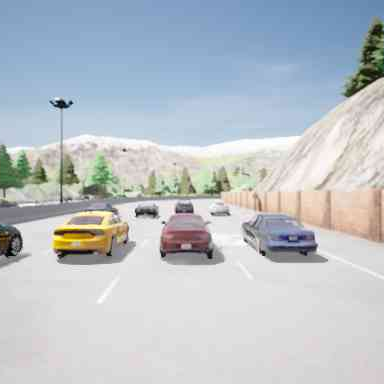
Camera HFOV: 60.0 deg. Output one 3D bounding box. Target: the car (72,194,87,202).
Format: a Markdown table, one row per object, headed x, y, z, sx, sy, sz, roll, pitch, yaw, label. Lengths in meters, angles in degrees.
| x | y | z | sx | sy | sz | roll | pitch | yaw | label |
| --- | --- | --- | --- | --- | --- | --- | --- | --- | --- |
| -25.922 | 1.237 | 79.057 | 2.097 | 1.767 | 4.553 | 0 | 0 | 4 | car |

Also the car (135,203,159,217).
| x | y | z | sx | sy | sz | roll | pitch | yaw | label |
| --- | --- | --- | --- | --- | --- | --- | --- | --- | --- |
| -4.217 | 1.676 | 31.737 | 1.895 | 1.301 | 4.718 | 0 | 0 | -1 | car |

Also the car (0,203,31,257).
| x | y | z | sx | sy | sz | roll | pitch | yaw | label |
| --- | --- | --- | --- | --- | --- | --- | --- | --- | --- |
| -7.174 | 1.380 | 10.233 | 2.097 | 1.767 | 4.553 | 0 | 0 | -1 | car |

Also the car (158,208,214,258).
| x | y | z | sx | sy | sz | roll | pitch | yaw | label |
| --- | --- | --- | --- | --- | --- | --- | --- | --- | --- |
| -0.230 | 1.555 | 12.778 | 1.812 | 1.442 | 4.674 | 0 | 0 | -1 | car |

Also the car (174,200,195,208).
| x | y | z | sx | sy | sz | roll | pitch | yaw | label |
| --- | --- | --- | --- | --- | --- | --- | --- | --- | --- |
| -0.757 | 1.567 | 33.330 | 2.128 | 1.511 | 4.902 | 0 | 0 | -1 | car |

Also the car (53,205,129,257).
| x | y | z | sx | sy | sz | roll | pitch | yaw | label |
| --- | --- | --- | --- | --- | --- | --- | --- | --- | --- |
| -3.735 | 1.510 | 13.063 | 1.882 | 1.535 | 5.008 | 0 | 0 | -1 | car |

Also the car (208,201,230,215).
| x | y | z | sx | sy | sz | roll | pitch | yaw | label |
| --- | --- | --- | --- | --- | --- | --- | --- | --- | --- |
| 2.722 | 1.602 | 34.187 | 1.812 | 1.442 | 4.674 | 0 | 0 | -1 | car |

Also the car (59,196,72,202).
| x | y | z | sx | sy | sz | roll | pitch | yaw | label |
| --- | --- | --- | --- | --- | --- | --- | --- | --- | --- |
| -29.513 | 1.599 | 78.144 | 1.812 | 1.442 | 4.674 | 0 | 0 | 4 | car |

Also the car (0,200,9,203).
| x | y | z | sx | sy | sz | roll | pitch | yaw | label |
| --- | --- | --- | --- | --- | --- | --- | --- | --- | --- |
| -22.076 | 1.629 | 38.031 | 1.812 | 1.442 | 4.674 | 0 | 0 | -1 | car |

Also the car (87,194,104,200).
| x | y | z | sx | sy | sz | roll | pitch | yaw | label |
| --- | --- | --- | --- | --- | --- | --- | --- | --- | --- |
| -22.439 | 1.236 | 78.708 | 2.097 | 1.767 | 4.553 | 0 | 0 | 4 | car |

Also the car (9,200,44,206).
| x | y | z | sx | sy | sz | roll | pitch | yaw | label |
| --- | --- | --- | --- | --- | --- | --- | --- | --- | --- |
| -18.578 | 1.626 | 38.141 | 1.812 | 1.442 | 4.674 | 0 | 0 | -1 | car |

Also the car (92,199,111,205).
| x | y | z | sx | sy | sz | roll | pitch | yaw | label |
| --- | --- | --- | --- | --- | --- | --- | --- | --- | --- |
| -7.633 | 1.618 | 28.154 | 2.033 | 1.411 | 5.357 | 0 | 0 | -1 | car |

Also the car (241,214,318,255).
| x | y | z | sx | sy | sz | roll | pitch | yaw | label |
| --- | --- | --- | --- | --- | --- | --- | --- | --- | --- |
| 3.261 | 1.576 | 13.451 | 2.033 | 1.411 | 5.357 | 0 | 0 | -1 | car |
